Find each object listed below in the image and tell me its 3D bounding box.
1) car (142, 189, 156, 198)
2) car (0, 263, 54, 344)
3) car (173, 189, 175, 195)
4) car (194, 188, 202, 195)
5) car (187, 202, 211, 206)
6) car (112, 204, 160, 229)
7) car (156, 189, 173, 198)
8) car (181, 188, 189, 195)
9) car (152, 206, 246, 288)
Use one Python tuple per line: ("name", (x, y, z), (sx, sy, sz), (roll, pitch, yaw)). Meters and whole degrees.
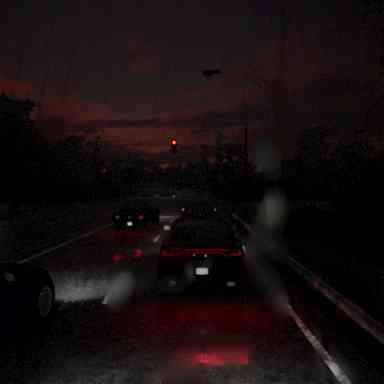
("car", (-9.114, 0.373, 68.542), (1.882, 1.535, 5.008), (0, 1, 1))
("car", (-3.342, 1.474, 3.955), (1.812, 1.442, 4.674), (0, 1, 0))
("car", (-5.264, -0.004, 84.755), (1.812, 1.442, 4.674), (0, 2, 1))
("car", (1.789, -0.073, 87.391), (2.033, 1.411, 5.357), (0, 2, 1))
("car", (0.401, 1.276, 18.695), (2.033, 1.411, 5.357), (0, 1, 1))
("car", (-3.082, 1.317, 19.457), (1.895, 1.301, 4.718), (0, 1, 4))
("car", (-5.613, 0.448, 68.618), (1.994, 1.385, 4.181), (0, 1, 1))
("car", (-1.713, -0.097, 87.455), (1.812, 1.442, 4.674), (0, 2, 1))
("car", (0.224, 1.357, 8.931), (1.882, 1.535, 5.008), (0, 1, 1))
